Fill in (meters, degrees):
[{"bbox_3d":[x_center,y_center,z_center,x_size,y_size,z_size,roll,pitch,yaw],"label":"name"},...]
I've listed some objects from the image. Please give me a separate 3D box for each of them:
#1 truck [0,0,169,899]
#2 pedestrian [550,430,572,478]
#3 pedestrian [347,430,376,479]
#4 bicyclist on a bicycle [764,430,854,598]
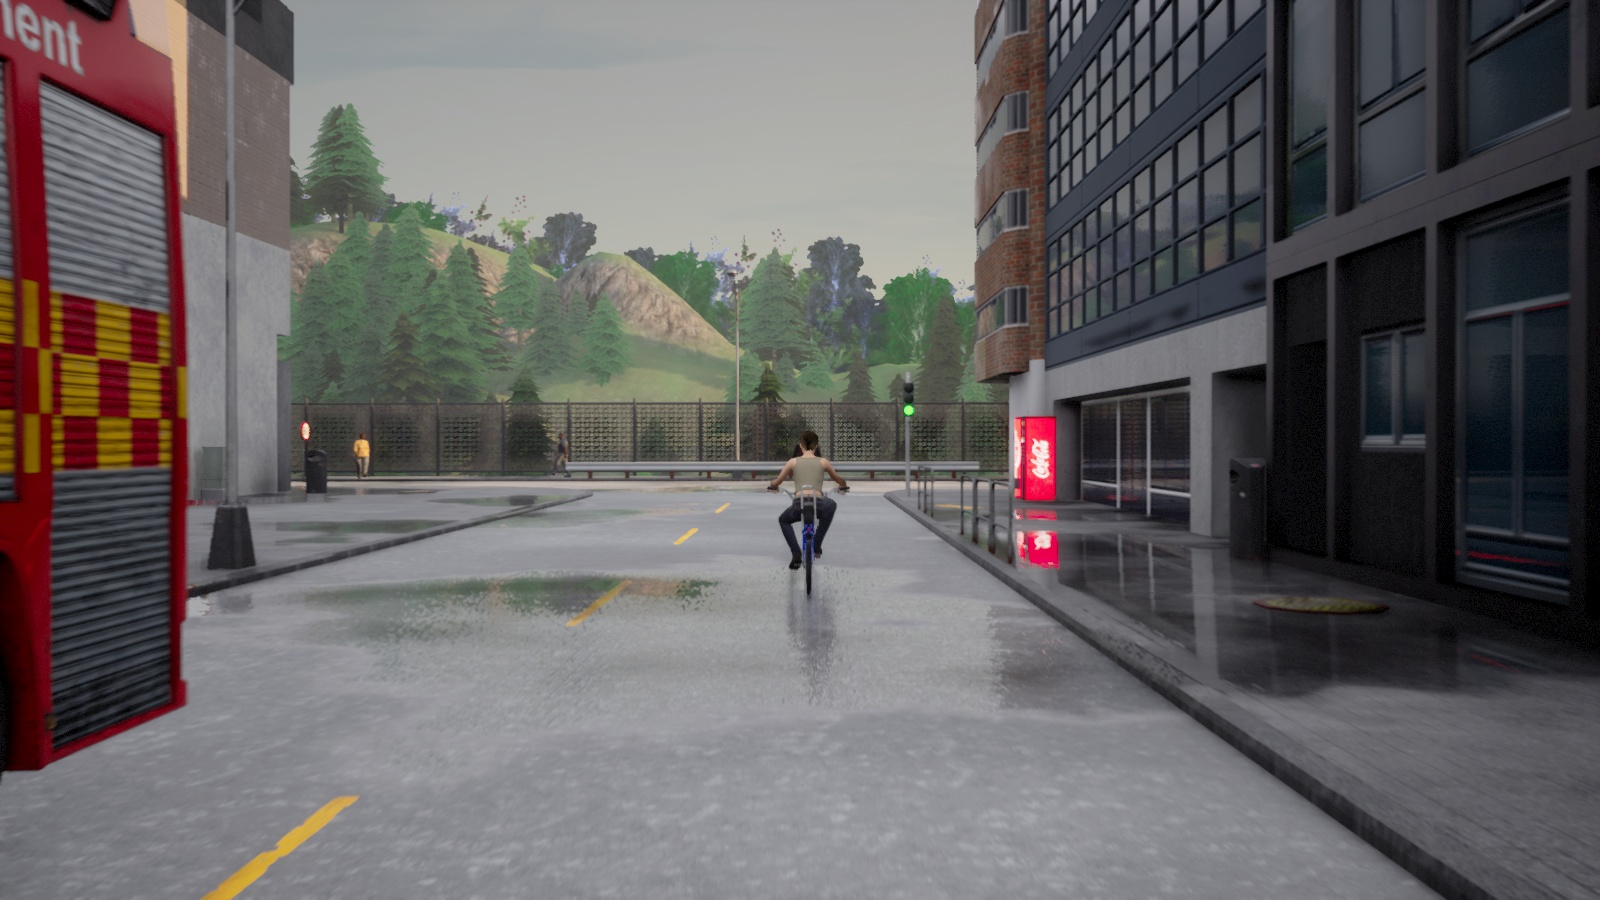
[{"bbox_3d":[-3.979,-0.426,0.764,2.891,3.827,8.468,0,0,0],"label":"truck"},{"bbox_3d":[-9.477,0.168,49.779,0.849,1.883,0.563,0,0,-10],"label":"pedestrian"},{"bbox_3d":[-17.036,0.168,48.806,0.874,1.855,0.900,0,0,-34],"label":"pedestrian"},{"bbox_3d":[0.087,0.611,12.804,0.866,1.612,1.509,0,0,0],"label":"bicyclist on a bicycle"}]
